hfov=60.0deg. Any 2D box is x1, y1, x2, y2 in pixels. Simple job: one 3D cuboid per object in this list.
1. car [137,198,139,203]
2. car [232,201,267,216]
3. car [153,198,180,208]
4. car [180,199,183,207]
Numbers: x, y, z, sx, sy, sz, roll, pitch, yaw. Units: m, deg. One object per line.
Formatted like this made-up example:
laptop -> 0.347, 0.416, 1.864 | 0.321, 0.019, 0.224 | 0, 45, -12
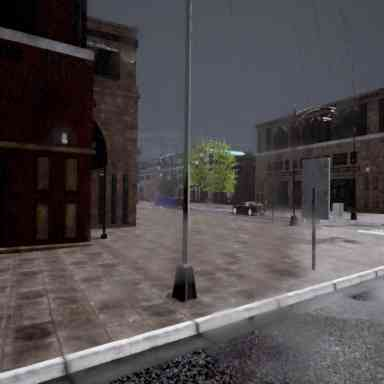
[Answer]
car -> -12.206, 1.669, 68.990 | 1.802, 1.307, 4.206 | 1, -1, -27
car -> 5.765, 1.626, 33.746 | 2.008, 1.369, 4.403 | 1, -1, -27
car -> -3.923, 1.517, 47.279 | 1.882, 1.535, 5.008 | 1, 0, -27
car -> -2.180, 1.626, 49.292 | 1.887, 1.381, 4.507 | 1, -1, -27
